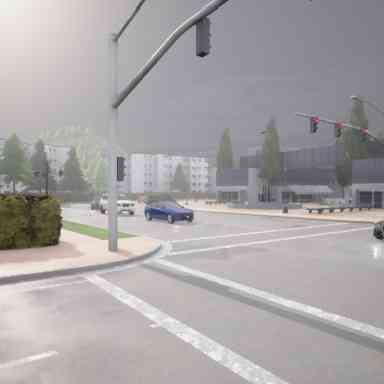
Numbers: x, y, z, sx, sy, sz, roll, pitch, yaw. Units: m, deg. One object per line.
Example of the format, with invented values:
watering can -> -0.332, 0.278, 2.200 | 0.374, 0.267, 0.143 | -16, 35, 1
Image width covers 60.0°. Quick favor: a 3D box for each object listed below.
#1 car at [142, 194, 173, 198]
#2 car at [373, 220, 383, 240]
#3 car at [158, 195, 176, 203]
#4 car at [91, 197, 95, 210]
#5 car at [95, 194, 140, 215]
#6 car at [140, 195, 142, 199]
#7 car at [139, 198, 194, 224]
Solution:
car -> -4.213, 1.221, 42.232 | 2.150, 2.045, 5.566 | 0, 0, -24
car -> 10.397, 1.564, 15.712 | 4.181, 1.385, 1.994 | 0, 0, -36
car -> -5.250, 1.477, 69.690 | 1.882, 1.535, 5.008 | 0, 0, 20
car -> -11.939, 1.352, 42.924 | 2.097, 1.767, 4.553 | 0, 0, -17
car -> -7.624, 1.221, 33.538 | 2.150, 2.045, 5.566 | 0, 0, -32
car -> -9.312, 1.352, 68.117 | 2.097, 1.767, 4.553 | 0, 0, 15
car -> -1.815, 1.478, 25.359 | 1.882, 1.535, 5.008 | 0, 0, -37
